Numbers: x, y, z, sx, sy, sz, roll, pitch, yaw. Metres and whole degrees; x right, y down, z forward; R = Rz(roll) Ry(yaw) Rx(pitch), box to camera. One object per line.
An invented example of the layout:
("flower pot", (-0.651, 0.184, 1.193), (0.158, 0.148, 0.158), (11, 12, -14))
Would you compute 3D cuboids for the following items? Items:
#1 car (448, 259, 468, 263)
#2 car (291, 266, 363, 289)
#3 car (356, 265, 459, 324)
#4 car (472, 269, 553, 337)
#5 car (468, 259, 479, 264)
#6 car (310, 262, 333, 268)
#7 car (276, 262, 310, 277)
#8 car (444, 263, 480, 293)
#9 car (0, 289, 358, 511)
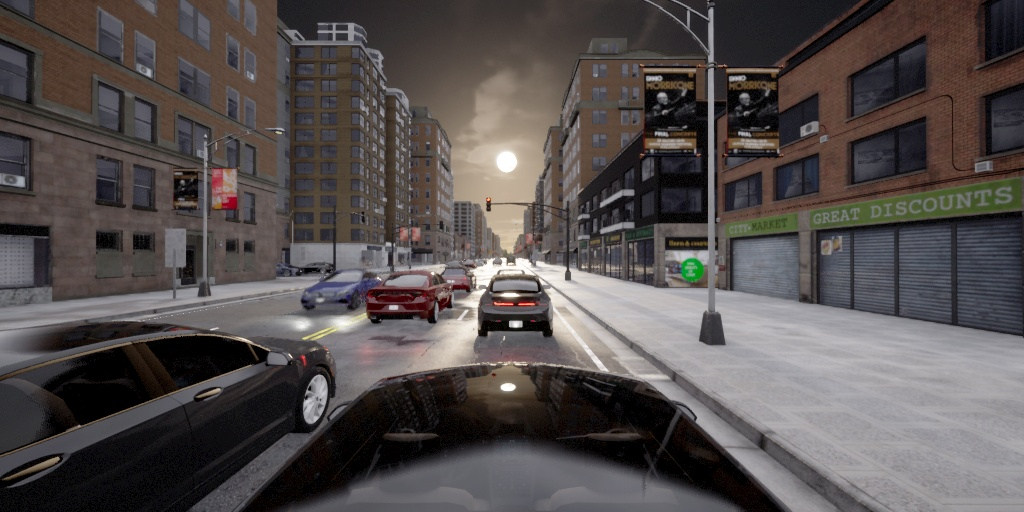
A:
("car", (-6.708, 1.269, 41.809), (1.837, 1.490, 4.892), (0, -1, 0))
("car", (-6.638, 1.277, 14.717), (1.812, 1.442, 4.674), (0, 0, 0))
("car", (-3.179, 1.229, 12.083), (1.882, 1.535, 5.008), (0, 0, 0))
("car", (0.077, 1.256, 10.329), (1.837, 1.490, 4.892), (0, 0, 0))
("car", (-6.741, 1.251, 56.562), (1.882, 1.535, 5.008), (0, 1, 0))
("car", (-22.256, 1.348, 40.704), (4.313, 1.339, 1.948), (0, 0, 0))
("car", (-22.726, 1.316, 35.224), (4.181, 1.385, 1.994), (0, 0, 0))
("car", (-3.199, 1.317, 20.977), (1.994, 1.385, 4.181), (0, 0, -1))
("car", (-3.152, 1.255, 2.648), (1.837, 1.490, 4.892), (0, 0, 0))
